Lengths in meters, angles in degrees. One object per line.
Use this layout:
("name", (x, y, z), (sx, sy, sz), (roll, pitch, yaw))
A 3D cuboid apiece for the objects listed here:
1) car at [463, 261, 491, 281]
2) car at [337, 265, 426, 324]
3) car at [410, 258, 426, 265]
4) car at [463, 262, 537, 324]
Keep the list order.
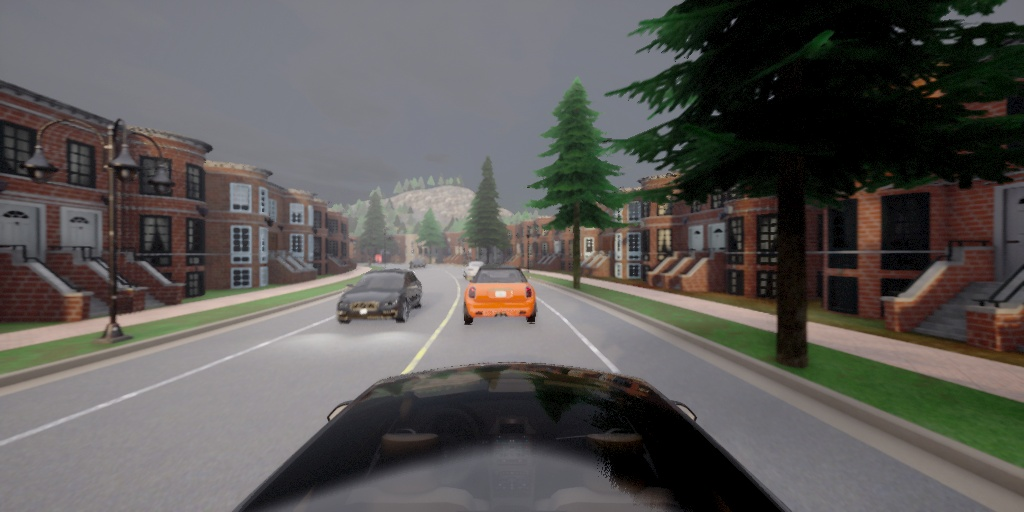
("car", (-2.973, 1.174, 29.496), (1.812, 1.442, 4.674), (0, 0, -11))
("car", (-4.163, 1.225, 11.992), (1.837, 1.490, 4.892), (0, 0, -5))
("car", (-13.670, 1.092, 52.010), (1.837, 1.490, 4.892), (0, 0, -23))
("car", (-0.477, 1.062, 12.027), (2.097, 1.767, 4.553), (0, 0, -4))
